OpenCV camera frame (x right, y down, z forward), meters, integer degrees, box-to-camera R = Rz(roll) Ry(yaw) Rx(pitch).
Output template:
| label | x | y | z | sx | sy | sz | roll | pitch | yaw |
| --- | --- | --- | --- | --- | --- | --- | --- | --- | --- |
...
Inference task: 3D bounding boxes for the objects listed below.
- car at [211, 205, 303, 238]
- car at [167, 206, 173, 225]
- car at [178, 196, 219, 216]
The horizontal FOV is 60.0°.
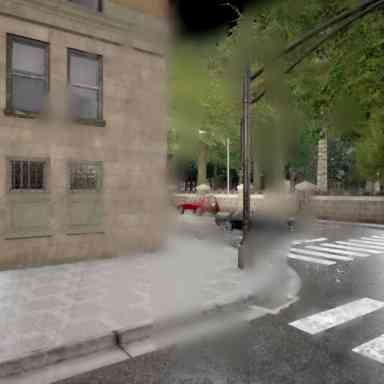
| label | x | y | z | sx | sy | sz | roll | pitch | yaw |
| --- | --- | --- | --- | --- | --- | --- | --- | --- | --- |
| car | 3.458 | 1.589 | 17.796 | 1.895 | 1.301 | 4.718 | 0 | 0 | -41 |
| car | -3.227 | 1.544 | 22.238 | 1.947 | 1.339 | 4.313 | 0 | 0 | -35 |
| car | 0.547 | 1.285 | 31.774 | 2.192 | 1.841 | 5.009 | 0 | 0 | -35 |
